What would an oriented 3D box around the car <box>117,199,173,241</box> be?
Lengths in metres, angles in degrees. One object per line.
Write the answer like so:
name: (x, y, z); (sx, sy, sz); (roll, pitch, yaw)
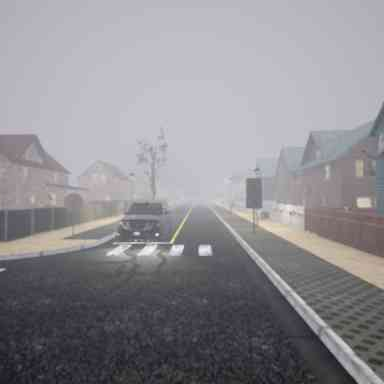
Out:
car: (-2.346, 1.495, 18.069); (2.150, 2.045, 5.566); (0, 1, 4)
